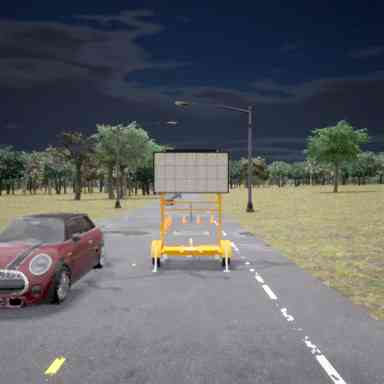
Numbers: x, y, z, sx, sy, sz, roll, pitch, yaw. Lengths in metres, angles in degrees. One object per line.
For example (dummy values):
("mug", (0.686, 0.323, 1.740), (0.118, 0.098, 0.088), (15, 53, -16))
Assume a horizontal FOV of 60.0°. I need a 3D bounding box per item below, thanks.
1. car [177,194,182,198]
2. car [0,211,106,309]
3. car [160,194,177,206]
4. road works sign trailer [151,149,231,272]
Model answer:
("car", (-3.723, 0.907, 88.106), (2.033, 1.411, 5.357), (0, 1, 0))
("car", (-3.618, 1.341, 8.068), (2.097, 1.767, 4.553), (0, 0, 0))
("car", (-3.721, 1.226, 49.904), (1.882, 1.535, 5.008), (0, 1, 0))
("road works sign trailer", (-0.026, 0.445, 10.692), (2.380, 3.560, 2.880), (0, 0, 0))
